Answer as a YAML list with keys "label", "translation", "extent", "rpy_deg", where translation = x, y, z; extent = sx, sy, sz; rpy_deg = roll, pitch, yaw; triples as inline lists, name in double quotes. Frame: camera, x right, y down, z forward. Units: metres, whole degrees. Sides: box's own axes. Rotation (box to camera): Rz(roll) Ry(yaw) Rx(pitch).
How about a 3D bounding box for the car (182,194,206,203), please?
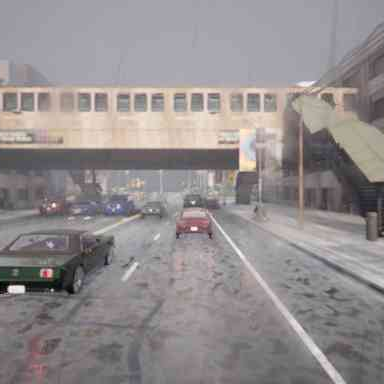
- label: "car"
  translation: [0.131, 1.250, 37.017]
  extent: [2.150, 2.045, 5.566]
  rpy_deg: [0, 0, 0]

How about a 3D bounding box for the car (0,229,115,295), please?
- label: "car"
  translation: [-3.397, 1.607, 8.687]
  extent: [1.895, 1.301, 4.718]
  rpy_deg: [0, 0, 0]

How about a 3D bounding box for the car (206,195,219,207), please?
- label: "car"
  translation: [3.168, 1.521, 52.737]
  extent: [2.231, 1.521, 4.892]
  rpy_deg: [0, 0, 10]

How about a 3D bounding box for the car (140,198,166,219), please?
- label: "car"
  translation: [-3.387, 1.570, 29.815]
  extent: [2.033, 1.411, 5.357]
  rpy_deg: [0, 0, 0]

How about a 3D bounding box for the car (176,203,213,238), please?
- label: "car"
  translation: [0.108, 1.539, 17.709]
  extent: [1.812, 1.442, 4.674]
  rpy_deg: [0, 0, 0]

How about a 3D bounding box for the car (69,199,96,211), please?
- label: "car"
  translation: [-13.573, 1.625, 41.525]
  extent: [1.895, 1.301, 4.718]
  rpy_deg: [0, 0, 0]

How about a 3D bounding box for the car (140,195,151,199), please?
- label: "car"
  translation: [-10.316, 1.397, 74.591]
  extent: [1.994, 1.385, 4.181]
  rpy_deg: [0, 0, 0]

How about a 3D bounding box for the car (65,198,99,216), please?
- label: "car"
  translation: [-10.569, 1.549, 32.999]
  extent: [1.812, 1.442, 4.674]
  rpy_deg: [0, 0, 0]

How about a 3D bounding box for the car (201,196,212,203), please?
- label: "car"
  translation: [3.080, 1.533, 69.938]
  extent: [2.097, 1.535, 5.008]
  rpy_deg: [0, 0, 0]

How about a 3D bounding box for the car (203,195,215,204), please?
- label: "car"
  translation: [3.213, 1.403, 63.513]
  extent: [2.185, 1.767, 4.553]
  rpy_deg: [0, 0, 0]

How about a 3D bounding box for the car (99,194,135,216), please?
- label: "car"
  translation: [-7.076, 1.243, 32.719]
  extent: [2.150, 2.045, 5.566]
  rpy_deg: [0, 0, 0]

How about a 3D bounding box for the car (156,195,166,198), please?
- label: "car"
  translation: [-6.817, 1.353, 73.170]
  extent: [2.097, 1.767, 4.553]
  rpy_deg: [0, 0, 0]

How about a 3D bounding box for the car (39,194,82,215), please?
- label: "car"
  translation: [-13.535, 1.253, 34.129]
  extent: [2.435, 2.045, 5.566]
  rpy_deg: [0, 0, 0]
